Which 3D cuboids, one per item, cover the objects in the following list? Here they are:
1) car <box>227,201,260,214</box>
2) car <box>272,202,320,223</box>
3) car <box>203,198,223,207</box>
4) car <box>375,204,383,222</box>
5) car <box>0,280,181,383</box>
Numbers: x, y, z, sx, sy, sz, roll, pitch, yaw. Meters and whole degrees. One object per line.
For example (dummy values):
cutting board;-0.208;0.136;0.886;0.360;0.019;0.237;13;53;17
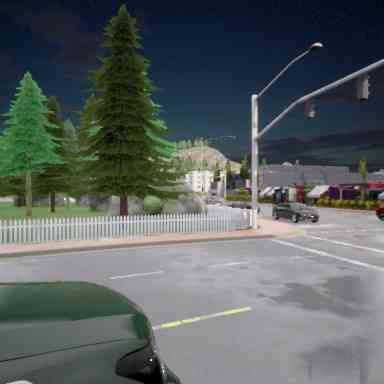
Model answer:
car;5.458;1.656;35.432;1.895;1.301;4.718;0;0;-16
car;8.095;1.560;26.346;1.837;1.490;4.892;0;0;-14
car;2.684;1.547;44.987;2.128;1.511;4.902;0;0;-16
car;16.216;1.278;24.260;2.150;2.045;5.566;0;0;-16
car;-2.732;1.221;1.688;5.566;2.045;2.150;0;0;-36
